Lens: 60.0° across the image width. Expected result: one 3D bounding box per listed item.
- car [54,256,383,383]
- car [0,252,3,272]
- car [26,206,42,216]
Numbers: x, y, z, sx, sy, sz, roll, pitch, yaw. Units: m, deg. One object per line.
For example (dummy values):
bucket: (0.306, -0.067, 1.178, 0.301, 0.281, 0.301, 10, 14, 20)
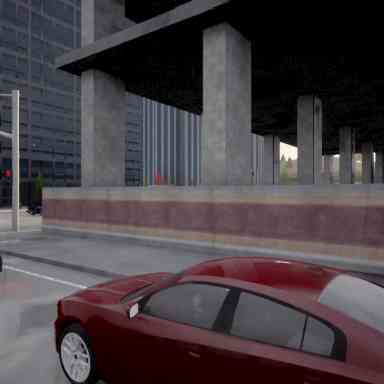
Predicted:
car: (0.502, 1.478, 3.632, 5.008, 1.535, 1.882, 0, 0, 35)
car: (-6.845, 1.564, 8.819, 4.181, 1.385, 1.994, 0, 0, 36)
car: (-14.043, 1.656, 33.485, 1.895, 1.301, 4.718, 0, 0, 36)
